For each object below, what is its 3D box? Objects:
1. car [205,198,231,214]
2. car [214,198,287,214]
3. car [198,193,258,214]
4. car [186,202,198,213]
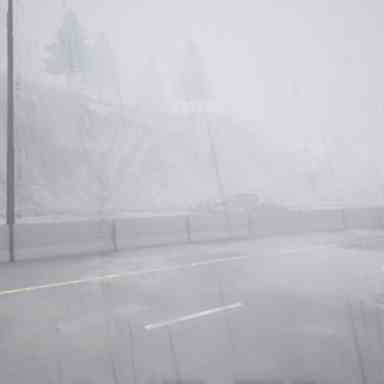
[{"bbox_3d":[3.521,1.459,26.383,4.181,1.385,1.994,0,0,-28],"label":"car"},{"bbox_3d":[4.318,1.399,22.847,4.902,1.511,2.128,0,0,-28],"label":"car"},{"bbox_3d":[3.717,1.102,30.481,5.566,2.045,2.150,0,0,-28],"label":"car"},{"bbox_3d":[1.768,1.378,33.374,4.892,1.490,1.837,0,0,-28],"label":"car"}]
